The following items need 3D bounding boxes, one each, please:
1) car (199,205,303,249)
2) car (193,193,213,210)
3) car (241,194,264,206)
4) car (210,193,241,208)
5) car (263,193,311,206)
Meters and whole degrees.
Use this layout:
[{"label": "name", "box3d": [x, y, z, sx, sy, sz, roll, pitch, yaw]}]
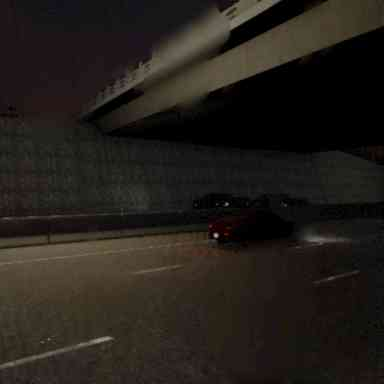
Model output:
[{"label": "car", "box3d": [2.813, 1.505, 14.365, 4.674, 1.442, 1.812, 0, 0, -36]}, {"label": "car", "box3d": [2.754, 1.173, 40.344, 5.566, 2.045, 2.150, 0, 0, -35]}, {"label": "car", "box3d": [8.360, 1.168, 35.746, 5.566, 2.045, 2.150, 0, 0, -36]}, {"label": "car", "box3d": [4.791, 1.302, 37.497, 4.553, 1.767, 2.097, 0, 0, -35]}, {"label": "car", "box3d": [9.539, 1.301, 32.286, 4.553, 1.767, 2.097, 0, 0, -35]}]
